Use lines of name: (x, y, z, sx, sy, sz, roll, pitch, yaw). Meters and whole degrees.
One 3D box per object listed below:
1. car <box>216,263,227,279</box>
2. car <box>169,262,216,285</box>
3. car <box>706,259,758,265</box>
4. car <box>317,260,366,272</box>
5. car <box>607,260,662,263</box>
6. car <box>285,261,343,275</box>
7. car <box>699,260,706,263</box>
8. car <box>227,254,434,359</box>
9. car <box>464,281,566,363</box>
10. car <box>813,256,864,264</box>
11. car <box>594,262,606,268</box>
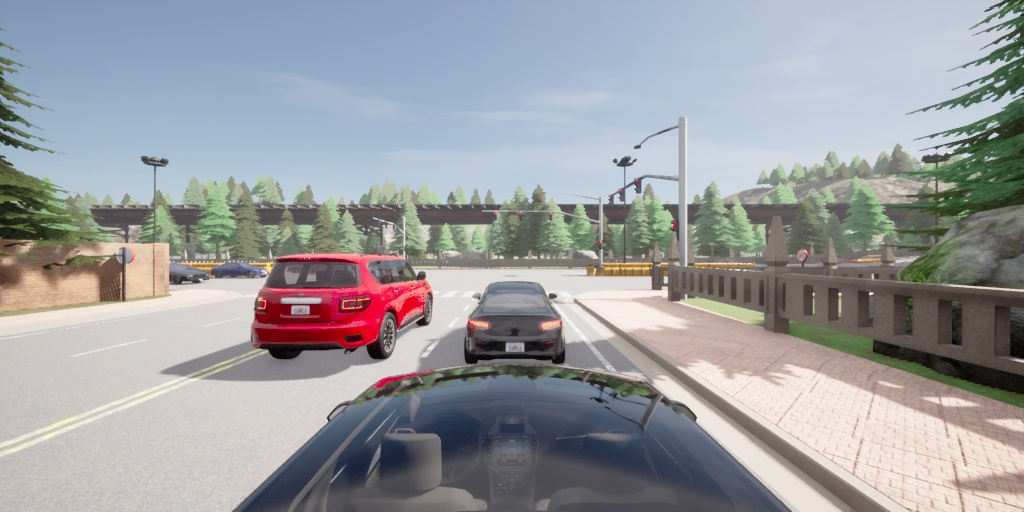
car: (-24.701, 1.276, 32.583, 4.674, 1.442, 1.812, 0, 0, 0)
car: (-24.846, 1.297, 25.584, 5.357, 1.411, 2.033, 0, 0, 0)
car: (24.581, 1.105, 39.577, 4.553, 1.767, 2.097, 0, 0, 0)
car: (-22.158, 1.297, 46.772, 5.357, 1.411, 2.033, 0, 0, 0)
car: (13.404, 1.228, 39.618, 5.008, 1.535, 1.882, 0, 0, 0)
car: (-21.913, 1.297, 39.771, 5.357, 1.411, 2.033, 0, 0, 0)
car: (25.529, 1.102, 43.076, 4.553, 1.767, 2.097, 0, 0, 0)
car: (-3.441, 0.971, 8.520, 2.150, 2.045, 5.566, 0, 0, 0)
car: (0.061, 1.276, 7.969, 1.812, 1.442, 4.674, 0, 0, 0)
car: (38.512, 1.056, 43.061, 5.008, 1.535, 1.882, -2, 0, 0)
car: (13.129, 1.241, 46.618, 4.902, 1.511, 2.128, 0, 0, 0)
